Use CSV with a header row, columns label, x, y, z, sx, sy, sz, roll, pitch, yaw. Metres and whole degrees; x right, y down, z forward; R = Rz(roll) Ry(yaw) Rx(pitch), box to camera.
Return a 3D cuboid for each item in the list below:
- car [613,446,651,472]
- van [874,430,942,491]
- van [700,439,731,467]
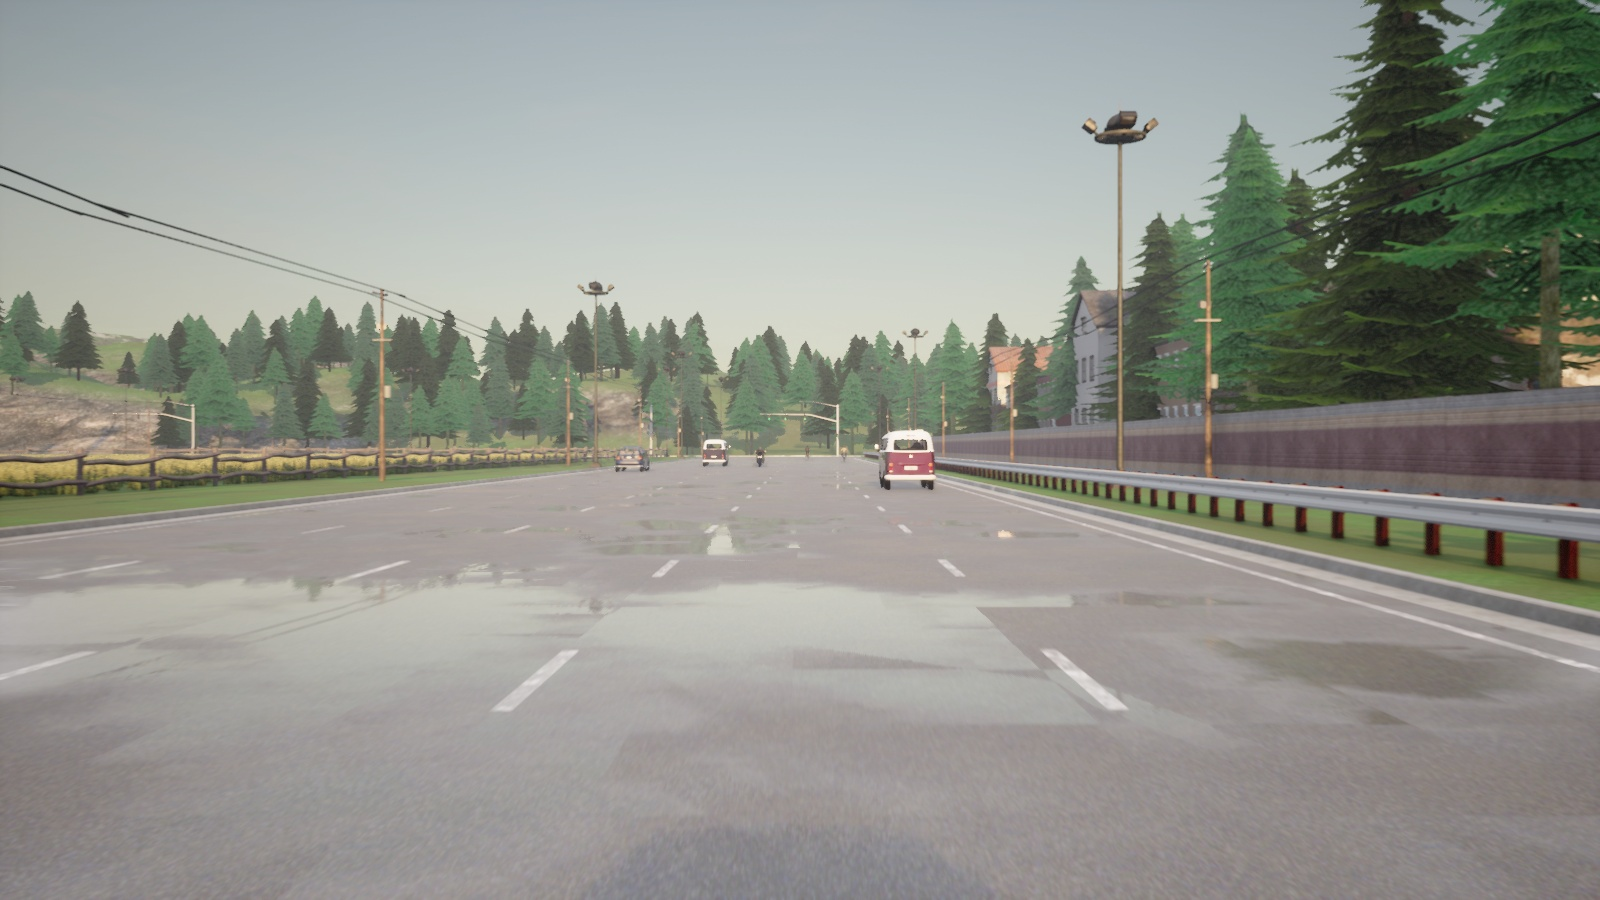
label,x,y,z,sx,sy,sz,roll,pitch,yaw
car,-10.049,0.511,75.434,1.789,1.549,3.705,0,0,0
van,3.773,0.351,44.598,2.069,2.038,4.480,0,0,0
van,-6.432,0.206,95.831,2.069,2.038,4.480,0,1,0
